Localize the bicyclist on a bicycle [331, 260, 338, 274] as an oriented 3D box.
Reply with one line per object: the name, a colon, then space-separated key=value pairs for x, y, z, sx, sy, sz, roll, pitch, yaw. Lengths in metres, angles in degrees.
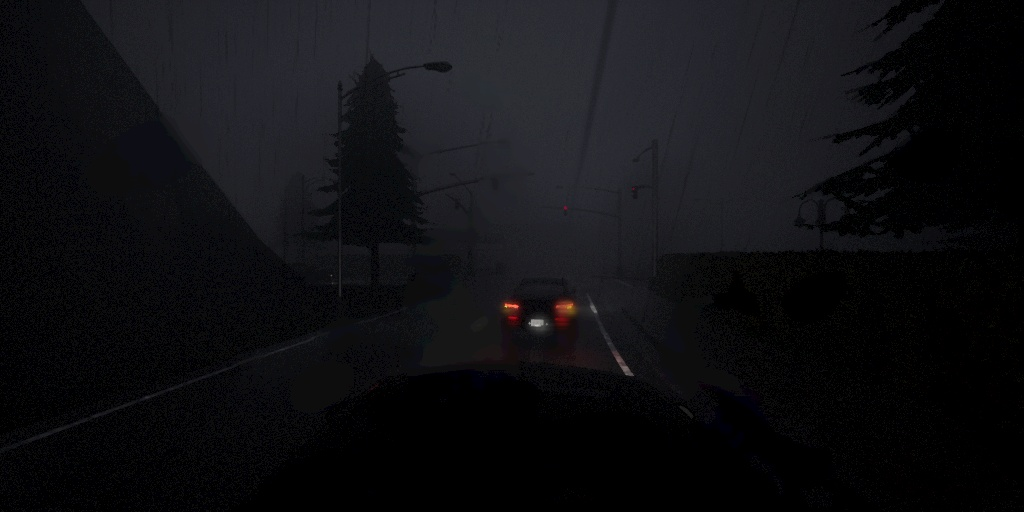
bicyclist on a bicycle: x=-17.423 y=1.203 z=35.244 sx=0.582 sy=1.620 sz=1.656 roll=0 pitch=0 yaw=8

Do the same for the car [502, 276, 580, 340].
car: x=0.904 y=1.276 z=9.997 sx=1.812 sy=1.442 sz=4.674 roll=0 pitch=0 yaw=9

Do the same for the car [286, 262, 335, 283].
car: x=-16.286 y=1.255 z=27.939 sx=4.892 sy=1.490 sz=1.837 roll=0 pitch=0 yaw=9
